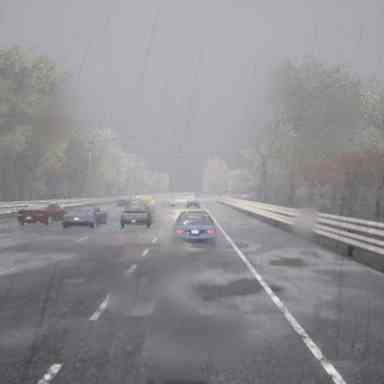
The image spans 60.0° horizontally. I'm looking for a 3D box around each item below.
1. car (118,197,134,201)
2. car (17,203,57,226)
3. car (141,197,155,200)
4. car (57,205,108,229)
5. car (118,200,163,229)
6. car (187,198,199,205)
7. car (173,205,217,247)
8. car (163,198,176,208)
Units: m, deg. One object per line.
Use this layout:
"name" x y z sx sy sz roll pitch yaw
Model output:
"car" -10.350 1.527 52.300 1.837 1.490 4.892 0 0 0
"car" -10.379 1.485 23.600 1.882 1.535 5.008 0 0 0
"car" -6.852 1.498 51.134 1.882 1.535 5.008 0 0 0
"car" -6.881 1.571 21.828 1.994 1.385 4.181 0 0 0
"car" -3.381 1.499 21.674 2.128 1.511 4.902 0 0 0
"car" 0.147 1.622 49.889 1.895 1.301 4.718 0 0 0
"car" 0.112 1.552 15.046 2.033 1.411 5.357 0 0 0
"car" -3.353 1.621 49.835 1.895 1.301 4.718 0 0 0
